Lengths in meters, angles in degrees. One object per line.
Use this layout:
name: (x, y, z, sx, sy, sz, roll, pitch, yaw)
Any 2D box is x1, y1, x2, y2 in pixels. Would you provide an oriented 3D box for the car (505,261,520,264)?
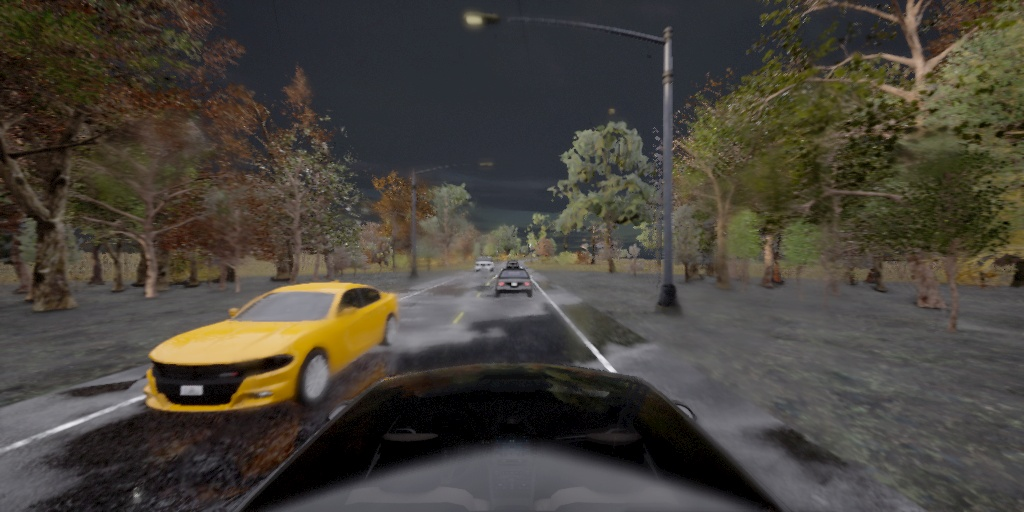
car: (0.128, 1.392, 51.992, 1.837, 1.490, 4.892, 0, 0, 0)

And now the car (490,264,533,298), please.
car: (0.106, 1.344, 18.914, 2.033, 1.411, 5.357, 0, 0, 0)

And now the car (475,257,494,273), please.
car: (-3.537, 1.086, 47.019, 2.150, 2.045, 5.566, 0, 0, 1)

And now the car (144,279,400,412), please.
car: (-3.594, 1.241, 6.524, 1.882, 1.535, 5.008, 0, 0, 0)
